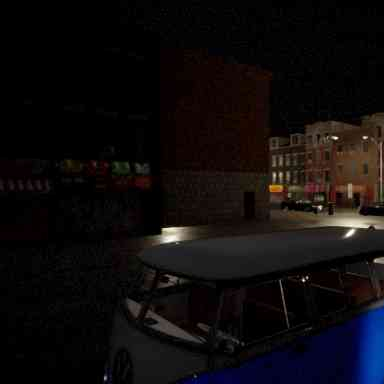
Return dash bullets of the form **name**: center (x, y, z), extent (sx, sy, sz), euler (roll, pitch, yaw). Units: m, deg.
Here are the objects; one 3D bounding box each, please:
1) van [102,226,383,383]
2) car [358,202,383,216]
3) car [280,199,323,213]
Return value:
- **van**: center (1.075, 1.341, 3.587), extent (3.998, 1.788, 1.690), euler (0, 0, -36)
- **car**: center (17.125, 1.572, 29.575), extent (1.994, 1.385, 4.181), euler (0, 0, -35)
- **car**: center (12.006, 1.492, 36.762), extent (2.128, 1.511, 4.902), euler (0, 0, -35)
